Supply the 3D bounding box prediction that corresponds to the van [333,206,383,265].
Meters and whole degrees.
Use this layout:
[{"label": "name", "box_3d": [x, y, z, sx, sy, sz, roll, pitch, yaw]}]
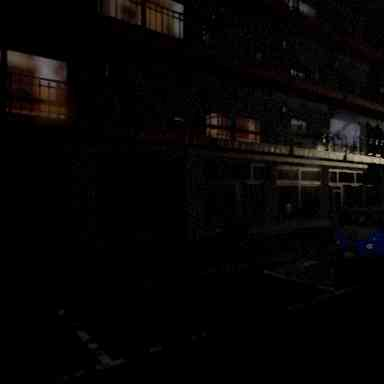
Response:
[{"label": "van", "box_3d": [6.406, 1.350, 11.132, 3.998, 1.788, 1.690, 0, 0, -36]}]
